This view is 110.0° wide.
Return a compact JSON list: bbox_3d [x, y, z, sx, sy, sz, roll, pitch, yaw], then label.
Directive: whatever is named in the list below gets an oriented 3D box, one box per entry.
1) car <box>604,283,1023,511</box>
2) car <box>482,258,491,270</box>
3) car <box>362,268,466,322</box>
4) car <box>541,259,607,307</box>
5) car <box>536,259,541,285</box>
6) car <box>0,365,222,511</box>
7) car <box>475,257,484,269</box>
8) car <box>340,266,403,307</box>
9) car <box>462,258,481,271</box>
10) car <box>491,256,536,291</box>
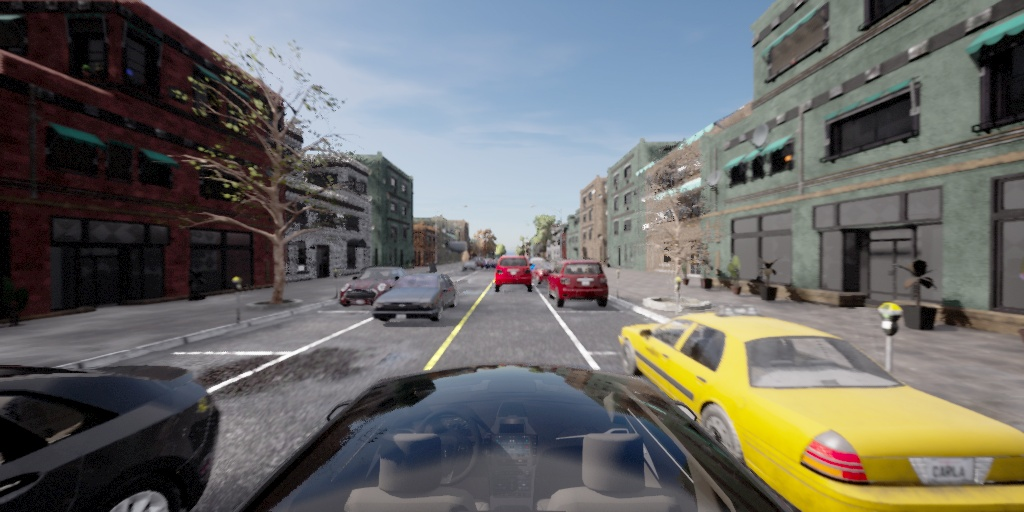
[{"bbox_3d":[2.694,1.277,4.508,1.751,1.417,4.829,0,0,0],"label":"car"},{"bbox_3d":[-3.061,1.407,54.856,1.895,1.301,4.718,0,0,0],"label":"car"},{"bbox_3d":[-3.092,1.311,12.665,2.033,1.411,5.357,0,0,0],"label":"car"},{"bbox_3d":[2.693,1.079,15.435,2.192,1.841,5.009,0,0,0],"label":"car"},{"bbox_3d":[2.692,1.215,26.531,1.967,1.591,4.097,0,0,0],"label":"car"},{"bbox_3d":[-3.097,1.257,0.651,1.837,1.490,4.892,0,-1,0],"label":"car"},{"bbox_3d":[-5.693,1.126,59.818,2.192,1.841,5.009,0,0,0],"label":"car"},{"bbox_3d":[-5.687,1.206,15.431,1.967,1.591,4.097,0,0,0],"label":"car"},{"bbox_3d":[-5.692,1.351,48.722,2.007,1.370,4.403,0,0,0],"label":"car"},{"bbox_3d":[0.098,0.997,22.203,2.150,2.045,5.566,0,0,0],"label":"car"}]
